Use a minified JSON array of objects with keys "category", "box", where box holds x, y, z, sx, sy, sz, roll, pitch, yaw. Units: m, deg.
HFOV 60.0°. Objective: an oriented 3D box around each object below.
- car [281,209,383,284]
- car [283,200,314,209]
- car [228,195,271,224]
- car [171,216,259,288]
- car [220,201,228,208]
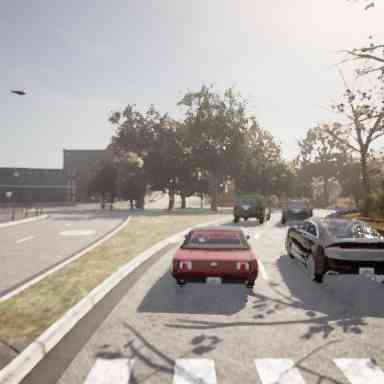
[{"category":"car","box":[3.975,1.466,9.534,2.128,1.511,4.902,0,0,5]},{"category":"car","box":[7.899,1.375,24.720,2.097,1.767,4.553,-1,-1,20]},{"category":"car","box":[4.688,1.274,25.508,2.150,2.045,5.566,-1,-1,21]},{"category":"car","box":[0.681,1.585,9.247,1.895,1.301,4.718,0,0,5]},{"category":"car","box":[8.285,2.616,72.665,4.553,1.767,2.097,-1,-2,37]}]
